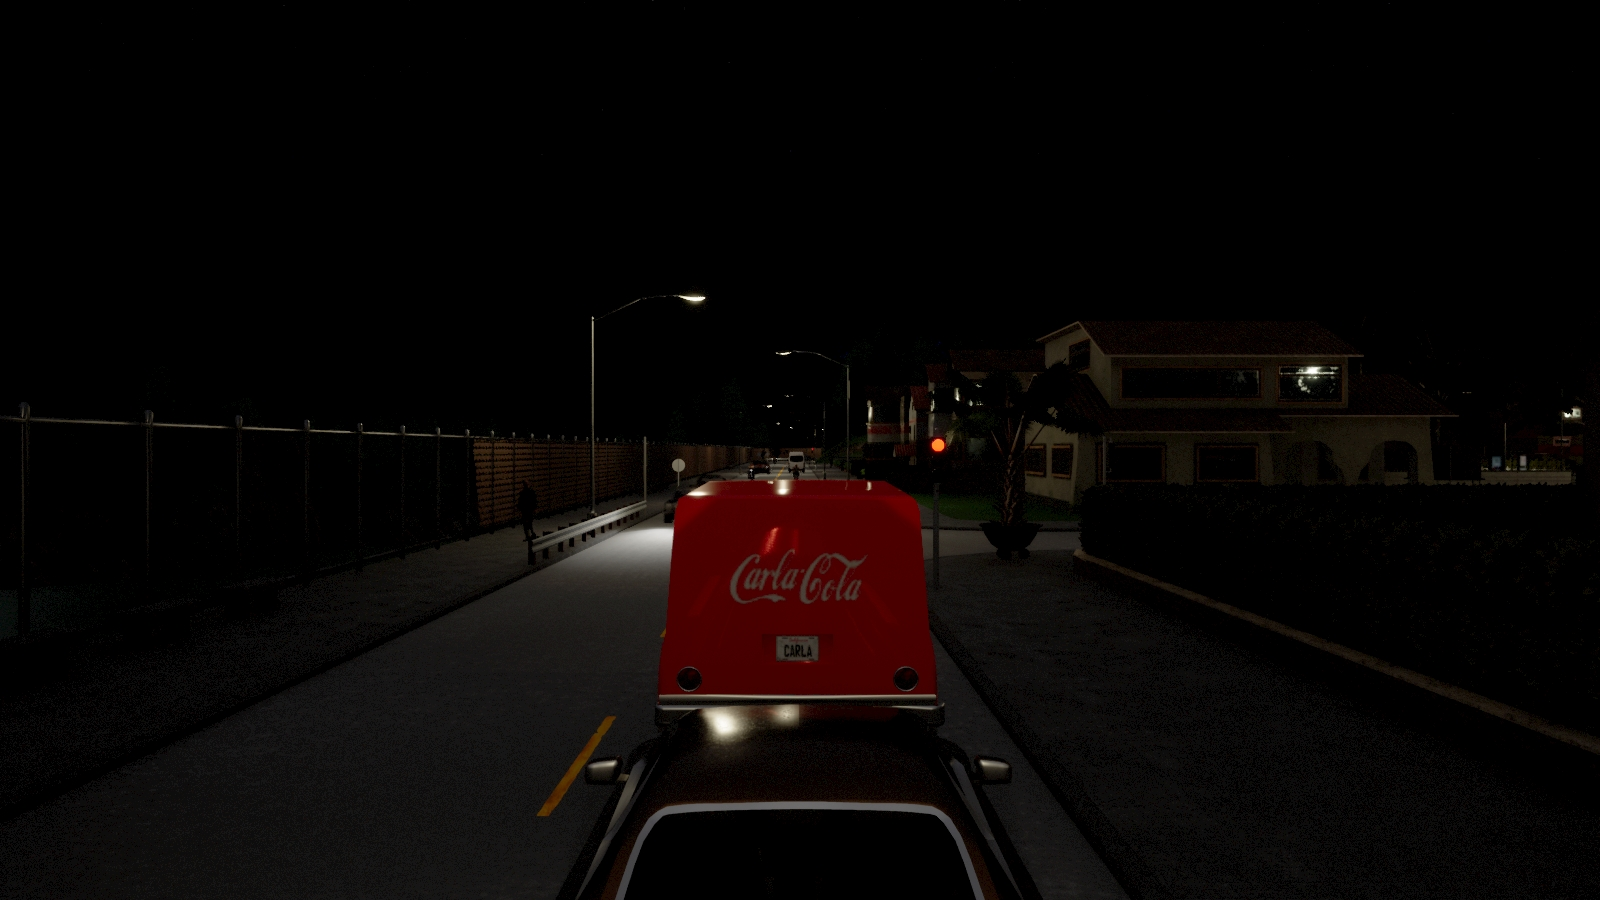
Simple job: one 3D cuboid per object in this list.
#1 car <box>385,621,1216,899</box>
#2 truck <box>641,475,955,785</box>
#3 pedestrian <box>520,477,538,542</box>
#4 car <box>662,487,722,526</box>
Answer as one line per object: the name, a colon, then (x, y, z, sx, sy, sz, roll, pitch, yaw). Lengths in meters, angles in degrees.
car: (-0.006, 1.989, 5.238, 2.152, 1.651, 5.027, 0, 0, 0)
truck: (-0.025, 1.564, 12.158, 2.627, 2.467, 5.204, 0, 0, 0)
pedestrian: (-7.890, 1.733, 33.261, 0.375, 1.860, 0.375, 0, 0, 12)
car: (-4.126, 2.139, 44.163, 1.895, 1.301, 4.718, 0, 0, 0)
